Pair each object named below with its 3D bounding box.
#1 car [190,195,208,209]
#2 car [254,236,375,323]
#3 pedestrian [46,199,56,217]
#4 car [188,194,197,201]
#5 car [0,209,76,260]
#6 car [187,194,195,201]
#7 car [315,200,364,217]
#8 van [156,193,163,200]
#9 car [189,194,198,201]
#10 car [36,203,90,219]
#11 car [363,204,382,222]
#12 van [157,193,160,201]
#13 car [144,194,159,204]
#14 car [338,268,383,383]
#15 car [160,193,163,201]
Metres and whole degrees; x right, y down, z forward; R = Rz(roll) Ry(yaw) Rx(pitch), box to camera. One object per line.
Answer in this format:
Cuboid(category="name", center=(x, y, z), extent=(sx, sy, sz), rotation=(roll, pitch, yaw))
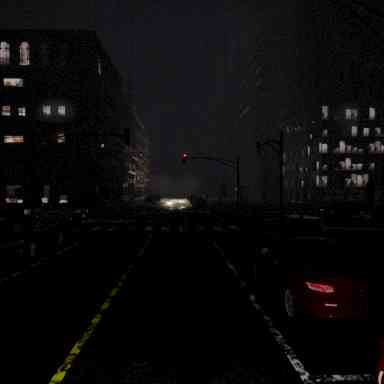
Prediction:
Cuboid(category="car", center=(1.132, 1.513, 45.021), extent=(1.887, 1.381, 4.507), rotation=(-1, 0, -2))
Cuboid(category="car", center=(2.460, 1.579, 6.981), extent=(1.802, 1.307, 4.206), rotation=(-1, 0, -2))
Cuboid(category="pedestrian", center=(-7.748, 1.286, 18.451), extent=(0.375, 1.860, 0.375), rotation=(-1, 1, -2))
Cuboid(category="car", center=(-0.020, 1.353, 78.876), extent=(1.967, 1.590, 4.097), rotation=(-1, 0, -2))
Cuboid(category="car", center=(-6.105, 1.546, 12.236), extent=(2.008, 1.369, 4.403), rotation=(-1, 0, -2))
Cuboid(category="car", center=(-0.206, 1.341, 84.519), extent=(1.967, 1.590, 4.097), rotation=(-1, 0, -2))
Cuboid(category="car", center=(14.084, 1.543, 31.078), extent=(4.892, 1.490, 1.837), rotation=(0, 1, -1))
Cuboid(category="van", center=(-8.747, 1.229, 89.847), extent=(1.690, 1.788, 3.998), rotation=(-1, 0, -2))
Cuboid(category="car", center=(0.939, 1.401, 50.664), extent=(1.967, 1.590, 4.097), rotation=(-1, 0, -2))
Cuboid(category="car", center=(-10.744, 1.582, 26.708), extent=(4.718, 1.301, 1.895), rotation=(0, 0, 10))
Cuboid(category="car", center=(15.886, 1.690, 25.198), extent=(4.403, 1.369, 2.008), rotation=(0, 1, -1))
Cuboid(category="van", center=(-7.980, 1.276, 67.275), extent=(1.690, 1.788, 3.998), rotation=(-1, 0, -2))
Cuboid(category="car", center=(-7.785, 1.510, 61.632), extent=(1.947, 1.339, 4.313), rotation=(-1, 0, -2))
Cuboid(category="car", center=(2.649, 1.544, 1.403), extent=(1.887, 1.381, 4.507), rotation=(-1, 0, -2))
Cuboid(category="car", center=(-8.361, 1.458, 78.560), extent=(1.887, 1.381, 4.507), rotation=(-1, 0, -2))
